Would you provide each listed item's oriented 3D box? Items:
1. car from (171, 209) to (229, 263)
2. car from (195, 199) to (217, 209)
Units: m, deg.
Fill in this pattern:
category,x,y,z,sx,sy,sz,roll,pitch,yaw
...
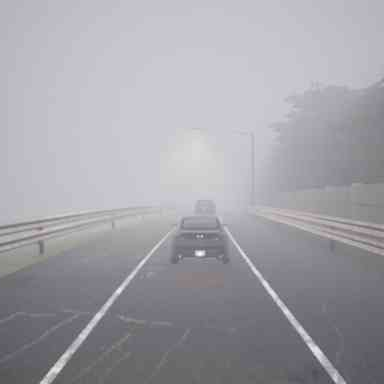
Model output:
category,x,y,z,sx,sy,sz,roll,pitch,yaw
car,0.300,1.591,12.278,1.837,1.490,4.892,0,-1,1
car,1.447,1.810,35.544,2.150,2.045,5.566,0,-2,4
